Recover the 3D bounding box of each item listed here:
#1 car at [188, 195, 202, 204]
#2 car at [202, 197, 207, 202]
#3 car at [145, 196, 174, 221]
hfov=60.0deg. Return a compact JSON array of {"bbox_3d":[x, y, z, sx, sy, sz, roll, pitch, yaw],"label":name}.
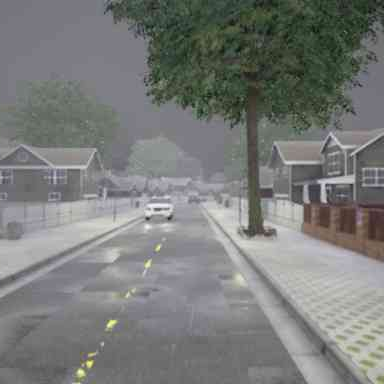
[{"bbox_3d":[0.421,1.648,75.601,2.150,2.045,5.566,0,0,7],"label":"car"},{"bbox_3d":[2.443,1.962,85.922,2.033,1.411,5.357,0,0,18],"label":"car"},{"bbox_3d":[-2.801,1.385,29.654,2.150,2.045,5.566,0,0,0],"label":"car"}]
